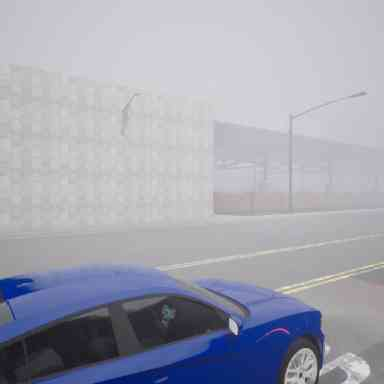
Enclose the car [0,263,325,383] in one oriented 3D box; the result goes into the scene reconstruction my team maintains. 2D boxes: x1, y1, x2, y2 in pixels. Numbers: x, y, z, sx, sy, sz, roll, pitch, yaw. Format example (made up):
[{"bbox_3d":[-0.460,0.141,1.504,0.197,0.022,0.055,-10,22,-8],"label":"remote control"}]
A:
[{"bbox_3d":[-0.712,1.478,3.242,5.008,1.535,1.882,0,0,-36],"label":"car"}]
